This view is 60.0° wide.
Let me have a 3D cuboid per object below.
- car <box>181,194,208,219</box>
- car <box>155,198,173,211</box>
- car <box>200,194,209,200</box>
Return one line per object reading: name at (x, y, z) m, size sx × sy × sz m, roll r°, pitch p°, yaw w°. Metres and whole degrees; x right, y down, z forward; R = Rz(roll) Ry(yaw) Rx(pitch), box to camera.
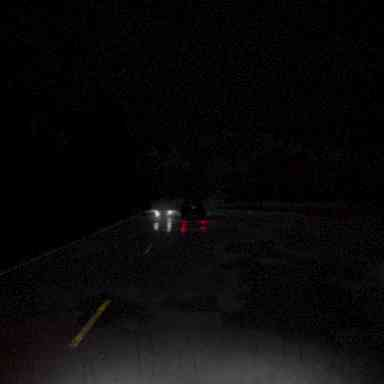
car at (0.122, 1.331, 29.333) m, size 2.097 × 1.767 × 4.553 m, roll 0°, pitch 0°, yaw 0°
car at (-3.363, 1.471, 40.847) m, size 1.812 × 1.442 × 4.674 m, roll 0°, pitch 0°, yaw 1°
car at (3.356, 1.332, 90.052) m, size 1.816 × 1.474 × 4.193 m, roll -6°, pitch 0°, yaw -2°
